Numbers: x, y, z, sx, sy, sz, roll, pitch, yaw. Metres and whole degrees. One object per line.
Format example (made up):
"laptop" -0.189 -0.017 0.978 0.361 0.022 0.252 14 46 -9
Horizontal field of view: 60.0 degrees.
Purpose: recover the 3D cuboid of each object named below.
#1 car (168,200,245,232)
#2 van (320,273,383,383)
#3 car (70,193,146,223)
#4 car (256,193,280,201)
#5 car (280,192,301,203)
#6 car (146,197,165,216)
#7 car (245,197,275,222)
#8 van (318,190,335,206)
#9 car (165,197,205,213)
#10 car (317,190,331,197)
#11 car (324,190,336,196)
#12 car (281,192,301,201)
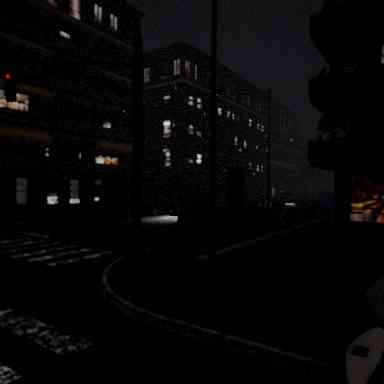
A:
"car" 0.940 1.323 18.254 1.947 1.339 4.313 2 2 35
"van" 2.467 1.345 1.112 3.998 1.788 1.690 0 1 35
"car" -5.905 0.985 23.076 2.192 1.841 5.009 2 2 35
"car" 10.038 0.833 45.919 1.947 1.339 4.313 2 2 35
"car" 13.704 0.821 46.536 1.994 1.385 4.181 1 1 36
"car" -2.719 1.134 27.650 1.887 1.381 4.507 2 2 35
"car" 4.129 1.258 22.821 1.802 1.307 4.206 2 2 35
"van" 16.889 0.696 41.085 1.690 1.788 3.998 2 2 35
"car" 0.070 1.162 27.137 1.994 1.385 4.181 1 1 35
"car" 29.172 0.331 73.323 1.887 1.381 4.507 2 2 35
"car" 32.361 0.289 77.890 1.802 1.307 4.206 2 2 35
"car" 16.415 0.672 55.054 1.947 1.339 4.313 2 2 35
